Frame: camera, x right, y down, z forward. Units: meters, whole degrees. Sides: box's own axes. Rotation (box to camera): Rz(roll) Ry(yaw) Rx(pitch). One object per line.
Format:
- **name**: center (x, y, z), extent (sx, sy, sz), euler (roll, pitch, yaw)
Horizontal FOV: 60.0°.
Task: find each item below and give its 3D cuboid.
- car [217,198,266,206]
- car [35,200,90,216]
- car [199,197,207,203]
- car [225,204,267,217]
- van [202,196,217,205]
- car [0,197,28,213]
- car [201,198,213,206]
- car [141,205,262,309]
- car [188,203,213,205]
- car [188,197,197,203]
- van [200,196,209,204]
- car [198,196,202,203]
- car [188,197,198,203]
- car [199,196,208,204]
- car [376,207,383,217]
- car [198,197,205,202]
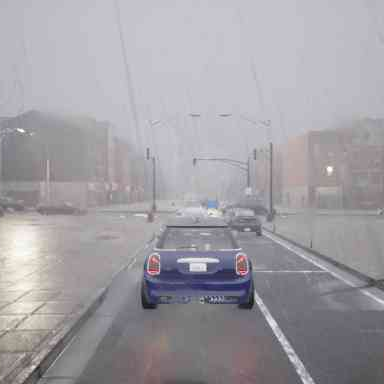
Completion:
- **car**: center (5.070, 1.468, 33.048), extent (4.553, 1.767, 2.097), euler (1, 1, 0)
- **car**: center (-11.688, 1.458, 30.150), extent (4.674, 1.442, 1.812), euler (1, 1, 2)
- **car**: center (2.704, 1.982, 82.072), extent (1.887, 1.381, 4.507), euler (-1, -1, 0)
- **car**: center (2.644, 1.572, 18.083), extent (2.008, 1.369, 4.403), euler (-1, 0, 0)
- **van**: center (2.665, 1.474, 45.042), extent (1.690, 1.788, 3.998), euler (-1, 0, 0)
- **car**: center (-18.997, 1.300, 33.115), extent (4.892, 1.490, 1.837), euler (1, 1, 0)
- **car**: center (2.684, 1.793, 60.911), extent (2.008, 1.369, 4.403), euler (-1, -1, 0)
- **car**: center (0.106, 1.355, 8.011), extent (2.097, 1.767, 4.553), euler (0, 0, 0)
- **car**: center (0.147, 1.546, 17.831), extent (1.812, 1.442, 4.674), euler (0, 0, 1)
- **car**: center (0.089, 2.003, 85.890), extent (2.128, 1.511, 4.902), euler (0, -1, 0)
- **van**: center (2.689, 1.674, 71.494), extent (1.690, 1.788, 3.998), euler (-1, -1, 0)
- **car**: center (2.674, 1.516, 55.624), extent (2.192, 1.841, 5.009), euler (-1, 0, 0)
- **car**: center (0.080, 1.958, 74.672), extent (1.895, 1.301, 4.718), euler (0, -1, 0)
- **car**: center (2.696, 1.824, 76.783), extent (1.967, 1.590, 4.097), euler (-1, -1, 0)
- **car**: center (20.981, 1.816, 33.003), extent (4.902, 1.511, 2.128), euler (0, 1, 0)
- **car**: center (2.715, 2.138, 92.651), extent (1.802, 1.307, 4.206), euler (-2, -1, 0)
